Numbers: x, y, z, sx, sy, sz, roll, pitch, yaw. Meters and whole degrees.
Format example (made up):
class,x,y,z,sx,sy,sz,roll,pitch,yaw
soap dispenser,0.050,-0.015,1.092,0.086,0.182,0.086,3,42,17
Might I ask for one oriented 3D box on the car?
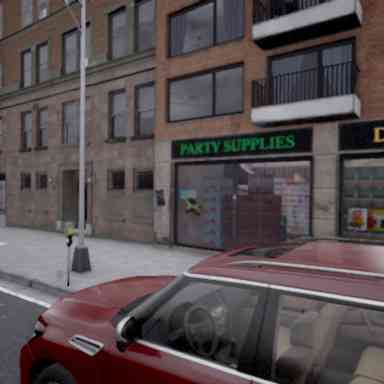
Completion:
class,x,y,z,sx,sy,sz,roll,pitch,yaw
car,0.771,1.311,2.516,5.009,1.841,2.192,0,1,36
